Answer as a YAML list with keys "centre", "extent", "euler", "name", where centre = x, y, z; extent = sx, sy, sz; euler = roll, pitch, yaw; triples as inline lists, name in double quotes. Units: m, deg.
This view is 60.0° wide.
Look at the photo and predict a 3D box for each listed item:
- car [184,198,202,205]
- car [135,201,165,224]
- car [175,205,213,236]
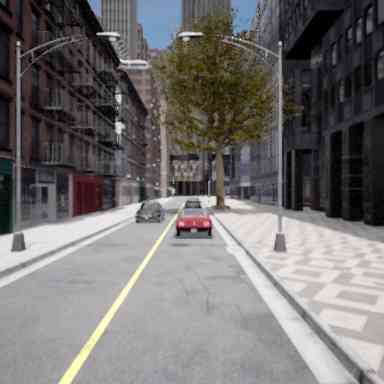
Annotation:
- centre: [0.114, 1.455, 39.068]
  extent: [2.128, 1.511, 4.902]
  euler: [0, 0, 0]
  name: "car"
- centre: [-3.088, 1.494, 25.040]
  extent: [1.837, 1.490, 4.892]
  euler: [0, 0, 0]
  name: "car"
- centre: [0.104, 1.595, 18.390]
  extent: [1.895, 1.301, 4.718]
  euler: [0, 0, 0]
  name: "car"
